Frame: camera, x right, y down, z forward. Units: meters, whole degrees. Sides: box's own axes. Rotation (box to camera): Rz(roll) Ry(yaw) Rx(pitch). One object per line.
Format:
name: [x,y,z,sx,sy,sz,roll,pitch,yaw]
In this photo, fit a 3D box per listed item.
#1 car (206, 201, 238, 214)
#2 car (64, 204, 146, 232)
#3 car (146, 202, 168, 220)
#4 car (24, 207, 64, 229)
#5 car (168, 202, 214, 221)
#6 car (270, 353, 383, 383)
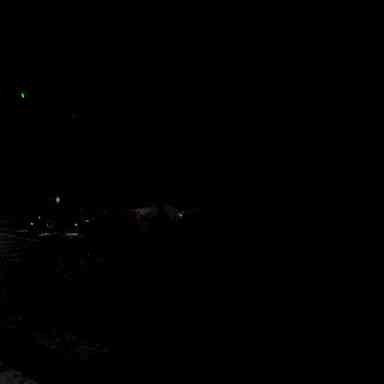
car: [3.602,1.797,39.449,1.994,1.385,4.181,1,0,35]
car: [-5.362,1.633,21.163,1.812,1.442,4.674,1,0,35]
car: [-3.439,1.654,29.511,1.812,1.442,4.674,1,0,35]
car: [-8.576,1.653,22.254,1.895,1.301,4.718,1,0,35]
car: [0.502,1.686,29.452,2.128,1.511,4.902,1,0,35]
car: [2.374,1.545,1.267,4.507,1.381,1.887,0,1,35]
